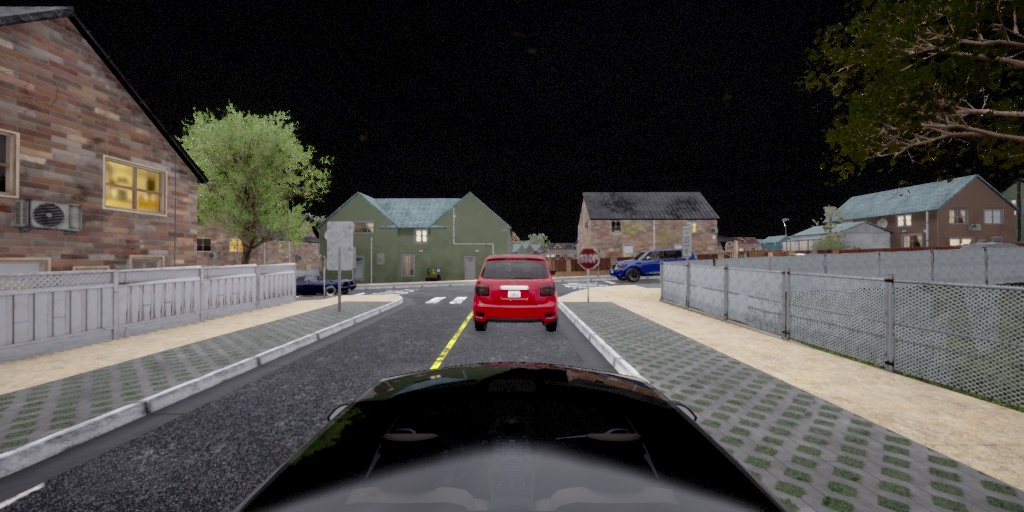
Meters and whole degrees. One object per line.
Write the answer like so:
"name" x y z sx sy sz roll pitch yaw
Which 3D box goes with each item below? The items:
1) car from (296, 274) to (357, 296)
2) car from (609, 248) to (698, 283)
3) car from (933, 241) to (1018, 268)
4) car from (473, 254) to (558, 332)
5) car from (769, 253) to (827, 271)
"car" -11.637 1.723 20.821 4.718 1.301 1.895 -2 0 0
"car" 9.295 0.589 23.543 5.566 2.045 2.150 -2 0 -2
"car" 30.614 -0.041 23.527 4.553 1.767 2.097 -2 0 0
"car" 0.177 0.974 11.001 2.150 2.045 5.566 0 0 3
"car" 19.089 0.540 23.587 4.674 1.442 1.812 -2 0 0
